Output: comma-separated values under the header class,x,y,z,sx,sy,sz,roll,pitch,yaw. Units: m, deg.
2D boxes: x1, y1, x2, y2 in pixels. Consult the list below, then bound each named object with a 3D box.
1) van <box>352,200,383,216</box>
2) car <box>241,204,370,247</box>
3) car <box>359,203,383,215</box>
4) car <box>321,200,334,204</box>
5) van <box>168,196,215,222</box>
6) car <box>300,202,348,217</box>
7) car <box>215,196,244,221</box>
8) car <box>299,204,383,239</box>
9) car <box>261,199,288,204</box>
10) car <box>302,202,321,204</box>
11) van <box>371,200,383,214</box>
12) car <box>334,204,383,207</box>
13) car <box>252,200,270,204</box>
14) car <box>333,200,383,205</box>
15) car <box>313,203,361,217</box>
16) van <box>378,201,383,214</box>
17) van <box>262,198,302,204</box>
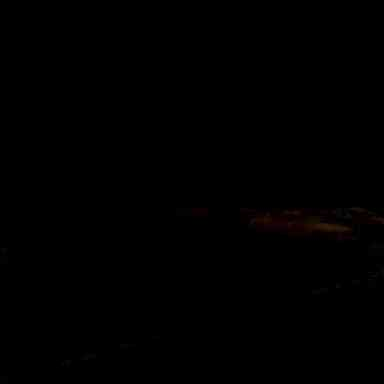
class,x,y,z,sx,sy,sz,roll,pitch,yaw
van,24.638,2.106,45.780,1.878,1.987,4.442,2,-1,-35
car,5.040,1.562,15.644,1.946,1.575,5.366,1,-1,-36
car,26.817,2.399,47.485,2.097,1.535,5.008,2,-1,-35
car,13.196,1.990,37.753,2.097,1.535,5.008,2,-1,-35
van,-0.392,1.385,28.208,1.878,1.987,4.442,1,-1,-36
car,15.552,2.061,39.434,2.097,1.535,5.008,2,-1,-36
car,2.014,1.413,29.815,2.435,2.045,5.566,1,-1,-35
car,7.183,1.610,17.407,2.231,1.521,4.892,1,-1,-36
car,6.535,1.792,32.998,2.231,1.521,4.892,2,-1,-35
car,11.061,1.801,36.197,2.185,1.767,4.553,2,-1,-35
van,29.025,2.252,48.911,1.878,1.987,4.442,2,-1,-35
car,9.439,1.661,19.018,2.097,1.535,5.008,2,-1,-35
car,4.387,1.722,31.246,1.946,1.575,5.366,2,-1,-36
car,11.686,1.596,20.652,2.185,1.767,4.553,2,-1,-35
car,17.807,2.130,41.042,2.231,1.521,4.892,2,-1,-36
van,31.251,2.370,50.786,1.878,1.987,4.442,3,-2,-35
van,8.723,1.633,34.711,1.878,1.987,4.442,2,-1,-35
